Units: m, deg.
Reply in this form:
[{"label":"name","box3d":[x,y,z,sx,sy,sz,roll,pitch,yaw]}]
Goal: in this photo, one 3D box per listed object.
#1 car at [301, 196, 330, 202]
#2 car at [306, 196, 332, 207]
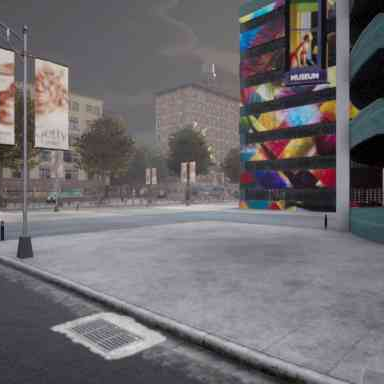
[{"label":"car","box3d":[14.246,1.320,39.325,2.002,1.452,4.674,0,0,43]},{"label":"car","box3d":[19.561,1.413,51.051,2.161,1.482,4.786,0,0,43]}]
